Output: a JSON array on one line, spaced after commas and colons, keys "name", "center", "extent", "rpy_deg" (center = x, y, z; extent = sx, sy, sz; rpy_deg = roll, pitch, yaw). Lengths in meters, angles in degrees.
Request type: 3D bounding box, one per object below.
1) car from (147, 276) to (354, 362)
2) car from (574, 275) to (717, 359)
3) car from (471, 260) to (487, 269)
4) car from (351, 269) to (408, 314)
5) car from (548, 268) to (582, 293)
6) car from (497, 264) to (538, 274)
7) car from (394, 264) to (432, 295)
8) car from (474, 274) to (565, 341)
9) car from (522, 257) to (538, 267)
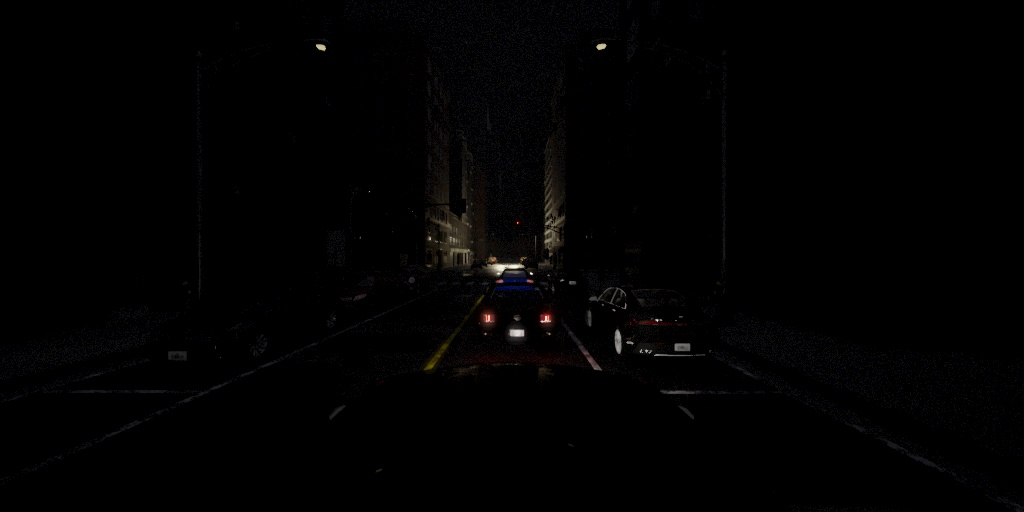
[{"name": "car", "center": [-5.648, 1.316, 8.243], "extent": [1.948, 1.339, 4.313], "rpy_deg": [0, 0, 0]}, {"name": "car", "center": [2.877, 1.300, 8.215], "extent": [2.007, 1.370, 4.403], "rpy_deg": [0, 0, 0]}, {"name": "car", "center": [-5.457, 1.368, 56.347], "extent": [1.802, 1.307, 4.207], "rpy_deg": [0, 0, 0]}, {"name": "car", "center": [-5.631, 1.332, 13.744], "extent": [1.802, 1.307, 4.207], "rpy_deg": [0, 0, 0]}, {"name": "car", "center": [2.913, 1.316, 19.218], "extent": [1.948, 1.339, 4.313], "rpy_deg": [0, 0, 0]}, {"name": "car", "center": [0.151, 1.314, 18.600], "extent": [1.994, 1.385, 4.181], "rpy_deg": [0, 0, 1]}, {"name": "car", "center": [-5.612, 1.190, 19.246], "extent": [1.967, 1.591, 4.097], "rpy_deg": [0, 0, 0]}, {"name": "car", "center": [0.121, 1.351, 9.840], "extent": [1.895, 1.301, 4.718], "rpy_deg": [0, 0, 0]}, {"name": "car", "center": [3.069, 1.225, 56.306], "extent": [1.967, 1.591, 4.097], "rpy_deg": [0, 0, 0]}]
